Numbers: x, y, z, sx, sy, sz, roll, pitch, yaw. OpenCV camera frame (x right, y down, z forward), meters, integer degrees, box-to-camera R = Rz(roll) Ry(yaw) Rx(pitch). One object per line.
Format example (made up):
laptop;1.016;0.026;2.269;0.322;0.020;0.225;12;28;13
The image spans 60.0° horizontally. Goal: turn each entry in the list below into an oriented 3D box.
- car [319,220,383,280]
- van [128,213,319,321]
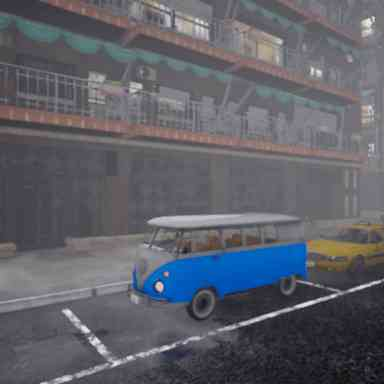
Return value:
car;5.068;1.584;10.175;4.829;1.417;1.752;0;0;-36
van;0.711;1.368;7.066;3.998;1.788;1.690;0;0;-36
